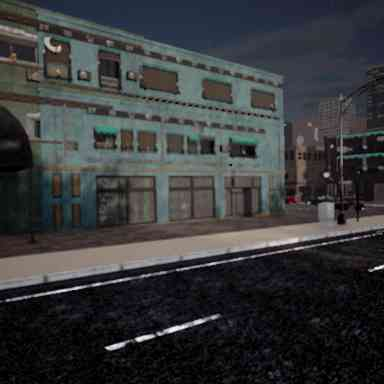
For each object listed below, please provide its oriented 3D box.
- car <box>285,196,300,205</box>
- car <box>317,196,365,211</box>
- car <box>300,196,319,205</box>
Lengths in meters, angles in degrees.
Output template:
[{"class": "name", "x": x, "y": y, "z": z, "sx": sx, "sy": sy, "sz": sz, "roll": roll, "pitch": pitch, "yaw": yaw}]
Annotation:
[{"class": "car", "x": 15.017, "y": 1.308, "z": 51.787, "sx": 1.802, "sy": 1.307, "sz": 4.206, "roll": -3, "pitch": 1, "yaw": -35}, {"class": "car", "x": 16.121, "y": 1.338, "z": 35.548, "sx": 1.947, "sy": 1.339, "sz": 4.313, "roll": -2, "pitch": 1, "yaw": -35}, {"class": "car", "x": 18.220, "y": 1.214, "z": 47.273, "sx": 2.008, "sy": 1.369, "sz": 4.403, "roll": -3, "pitch": 1, "yaw": -35}]
